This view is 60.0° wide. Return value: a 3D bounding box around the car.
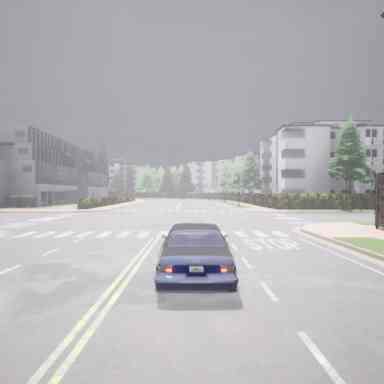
[{"bbox_3d":[0.080,1.546,8.972,2.033,1.411,5.357,0,0,0],"label":"car"}]
